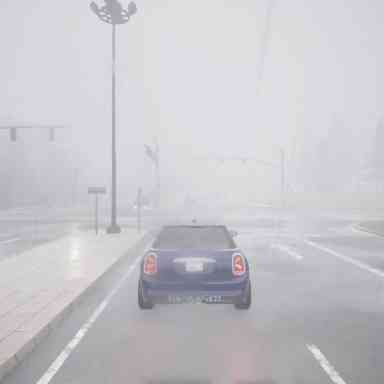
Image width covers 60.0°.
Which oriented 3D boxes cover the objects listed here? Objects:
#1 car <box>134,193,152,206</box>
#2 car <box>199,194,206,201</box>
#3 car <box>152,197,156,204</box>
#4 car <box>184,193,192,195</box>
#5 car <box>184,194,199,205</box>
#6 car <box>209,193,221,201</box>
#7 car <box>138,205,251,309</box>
[{"bbox_3d":[-8.344,1.352,55.657,2.097,1.767,4.553,0,0,-1],"label":"car"},{"bbox_3d":[2.720,1.513,85.394,1.812,1.442,4.674,0,0,-1],"label":"car"},{"bbox_3d":[-8.466,1.564,65.603,1.994,1.385,4.181,0,0,0],"label":"car"},{"bbox_3d":[-0.779,1.489,85.331,1.837,1.490,4.892,0,0,-1],"label":"car"},{"bbox_3d":[-0.245,1.526,54.827,1.812,1.442,4.674,0,0,-1],"label":"car"},{"bbox_3d":[6.226,1.215,85.128,2.150,2.045,5.566,0,0,-1],"label":"car"},{"bbox_3d":[0.058,1.352,8.008,2.097,1.767,4.553,0,0,0],"label":"car"}]
